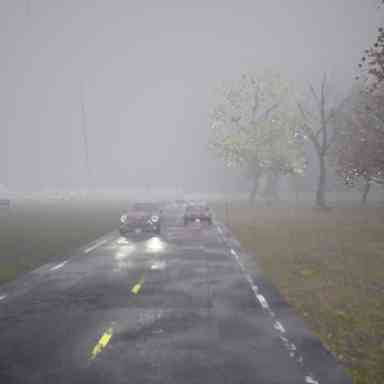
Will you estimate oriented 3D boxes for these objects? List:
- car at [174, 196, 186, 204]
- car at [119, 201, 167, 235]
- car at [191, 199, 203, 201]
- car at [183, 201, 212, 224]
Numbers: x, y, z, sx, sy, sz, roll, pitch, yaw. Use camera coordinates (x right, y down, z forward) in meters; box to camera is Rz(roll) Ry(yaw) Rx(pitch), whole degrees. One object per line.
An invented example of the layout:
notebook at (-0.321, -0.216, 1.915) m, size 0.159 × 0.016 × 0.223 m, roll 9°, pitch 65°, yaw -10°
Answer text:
car at (-2.039, 1.368, 58.666) m, size 1.882 × 1.535 × 5.008 m, roll 0°, pitch 0°, yaw 1°
car at (-2.620, 1.326, 18.537) m, size 2.097 × 1.767 × 4.553 m, roll 0°, pitch 0°, yaw 1°
car at (0.644, 1.525, 42.717) m, size 1.895 × 1.301 × 4.718 m, roll 0°, pitch 0°, yaw 1°
car at (0.399, 1.563, 23.896) m, size 1.895 × 1.301 × 4.718 m, roll 0°, pitch 0°, yaw 1°
